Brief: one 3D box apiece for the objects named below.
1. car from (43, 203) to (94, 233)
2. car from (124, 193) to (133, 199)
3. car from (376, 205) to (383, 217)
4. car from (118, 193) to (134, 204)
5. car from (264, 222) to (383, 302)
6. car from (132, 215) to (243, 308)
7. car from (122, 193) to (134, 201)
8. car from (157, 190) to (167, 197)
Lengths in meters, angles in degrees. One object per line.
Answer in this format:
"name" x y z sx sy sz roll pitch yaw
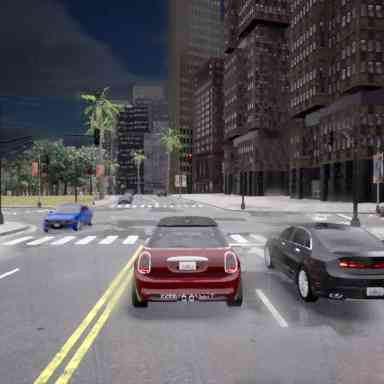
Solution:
"car" -7.295 1.465 20.074 1.882 1.535 5.008 0 0 -3
"car" -14.835 0.895 77.682 1.994 1.385 4.181 0 1 -12
"car" 17.468 1.292 26.815 4.553 1.767 2.097 0 0 13
"car" -10.631 1.226 53.038 1.994 1.385 4.181 0 1 -9
"car" 3.162 1.503 8.277 1.837 1.490 4.892 0 0 -1
"car" -0.127 1.351 8.122 2.097 1.767 4.553 0 0 -1
"car" -12.570 0.993 65.729 2.128 1.511 4.902 0 1 -9
"car" -8.473 0.370 93.628 2.150 2.045 5.566 0 1 -14
